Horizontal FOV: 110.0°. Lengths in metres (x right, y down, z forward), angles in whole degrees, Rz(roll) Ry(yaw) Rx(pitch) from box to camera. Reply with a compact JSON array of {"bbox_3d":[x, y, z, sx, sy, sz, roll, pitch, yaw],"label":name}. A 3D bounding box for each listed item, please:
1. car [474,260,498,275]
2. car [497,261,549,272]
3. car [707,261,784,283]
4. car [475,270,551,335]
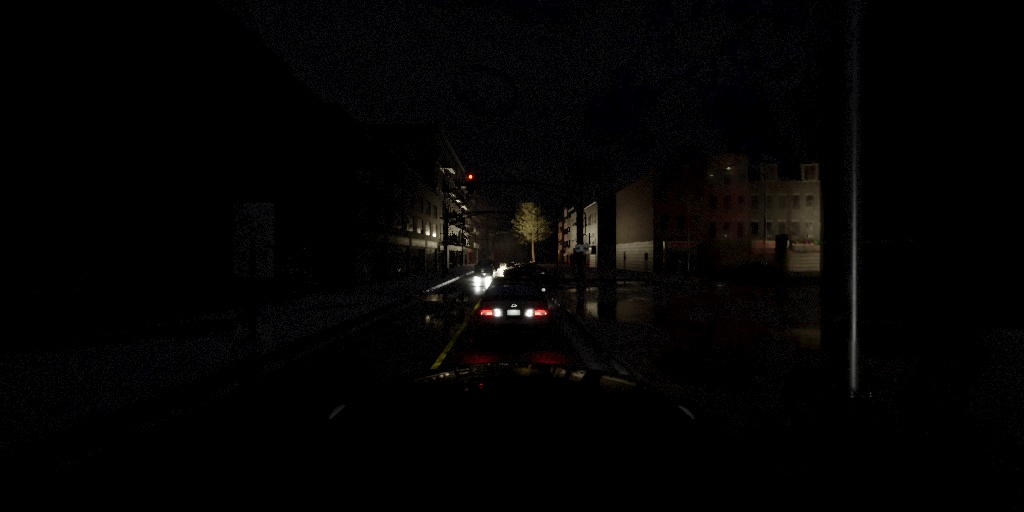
[{"bbox_3d":[-2.908,1.249,37.934,2.128,1.511,4.902,0,0,0],"label":"car"},{"bbox_3d":[1.111,1.310,29.128,1.994,1.385,4.181,-1,0,-41],"label":"car"},{"bbox_3d":[16.860,1.126,26.057,5.008,1.535,1.882,0,0,0],"label":"car"},{"bbox_3d":[0.048,1.297,10.435,2.033,1.411,5.357,0,0,0],"label":"car"}]
